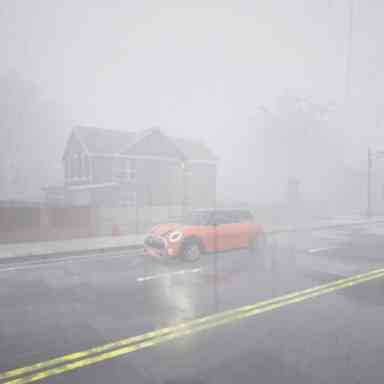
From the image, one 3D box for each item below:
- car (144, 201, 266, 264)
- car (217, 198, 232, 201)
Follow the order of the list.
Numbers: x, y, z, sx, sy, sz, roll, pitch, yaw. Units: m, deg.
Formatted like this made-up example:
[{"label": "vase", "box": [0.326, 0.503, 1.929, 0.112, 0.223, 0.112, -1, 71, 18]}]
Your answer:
[{"label": "car", "box": [0.554, 1.375, 12.085, 4.553, 1.767, 2.097, 0, 0, -36]}, {"label": "car", "box": [5.254, 1.649, 48.466, 2.128, 1.511, 4.902, 0, 0, -35]}]
